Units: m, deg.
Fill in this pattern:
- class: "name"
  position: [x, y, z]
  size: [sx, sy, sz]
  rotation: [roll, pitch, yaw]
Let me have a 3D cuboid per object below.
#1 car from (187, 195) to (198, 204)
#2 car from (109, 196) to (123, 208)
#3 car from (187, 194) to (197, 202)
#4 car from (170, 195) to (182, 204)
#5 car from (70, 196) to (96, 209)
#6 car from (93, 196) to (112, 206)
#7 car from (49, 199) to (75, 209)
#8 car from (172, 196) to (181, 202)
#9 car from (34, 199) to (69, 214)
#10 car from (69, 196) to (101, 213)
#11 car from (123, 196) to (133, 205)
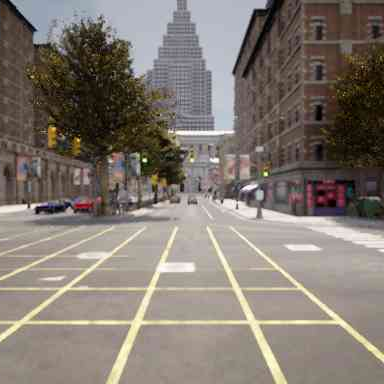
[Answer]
- class: "car"
  position: [0.099, 1.610, 62.964]
  size: [2.033, 1.411, 5.357]
  rotation: [0, 0, 0]
- class: "car"
  position: [-11.501, 1.551, 46.767]
  size: [1.837, 1.490, 4.892]
  rotation: [0, 0, 0]
- class: "car"
  position: [-0.002, 1.430, 76.443]
  size: [2.097, 1.767, 4.553]
  rotation: [0, 0, 0]
- class: "car"
  position: [-3.502, 1.613, 66.874]
  size: [2.033, 1.411, 5.357]
  rotation: [0, 0, 0]
- class: "car"
  position: [-15.001, 1.397, 45.852]
  size: [2.097, 1.767, 4.553]
  rotation: [0, 0, 0]
- class: "car"
  position: [-15.001, 1.533, 55.952]
  size: [1.882, 1.535, 5.008]
  rotation: [0, 0, 0]
- class: "car"
  position: [-18.250, 1.641, 46.858]
  size: [1.895, 1.301, 4.718]
  rotation: [0, 0, 0]
- class: "car"
  position: [-3.502, 1.575, 76.359]
  size: [1.837, 1.490, 4.892]
  rotation: [0, 0, 0]
- class: "car"
  position: [-15.073, 1.636, 35.744]
  size: [1.895, 1.301, 4.718]
  rotation: [0, 0, 0]
- class: "car"
  position: [-11.570, 1.514, 36.970]
  size: [1.882, 1.535, 5.008]
  rotation: [0, 0, 0]
- class: "car"
  position: [-11.501, 1.408, 56.757]
  size: [2.097, 1.767, 4.553]
  rotation: [0, 0, 0]
